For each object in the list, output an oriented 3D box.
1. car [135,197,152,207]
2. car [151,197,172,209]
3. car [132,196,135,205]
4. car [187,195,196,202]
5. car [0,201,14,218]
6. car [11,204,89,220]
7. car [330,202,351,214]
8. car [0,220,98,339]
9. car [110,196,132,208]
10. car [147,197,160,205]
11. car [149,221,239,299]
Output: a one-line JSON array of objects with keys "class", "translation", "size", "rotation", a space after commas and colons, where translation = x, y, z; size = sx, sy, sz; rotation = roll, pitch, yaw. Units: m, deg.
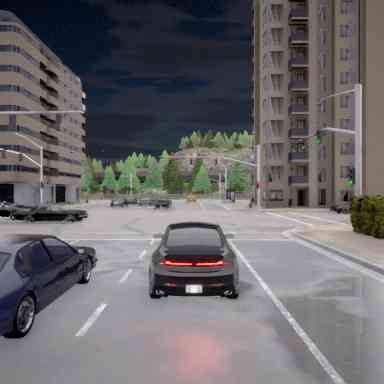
[{"class": "car", "translation": [-7.183, 1.526, 51.982], "size": [1.812, 1.442, 4.674], "rotation": [0, 0, -1]}, {"class": "car", "translation": [-3.802, 1.505, 44.502], "size": [1.837, 1.490, 4.892], "rotation": [0, 0, 3]}, {"class": "car", "translation": [-10.675, 1.505, 58.290], "size": [1.837, 1.490, 4.892], "rotation": [0, 0, 0]}, {"class": "car", "translation": [-0.125, 1.478, 73.854], "size": [1.882, 1.535, 5.008], "rotation": [0, 0, 0]}, {"class": "car", "translation": [-15.785, 1.493, 27.655], "size": [4.902, 1.511, 2.128], "rotation": [0, 0, 0]}, {"class": "car", "translation": [-10.046, 1.601, 24.107], "size": [4.718, 1.301, 1.895], "rotation": [0, 0, 0]}, {"class": "car", "translation": [17.285, 1.547, 34.580], "size": [5.357, 1.411, 2.033], "rotation": [0, 0, 0]}, {"class": "car", "translation": [-3.461, 1.547, 6.516], "size": [2.033, 1.411, 5.357], "rotation": [0, 0, 0]}, {"class": "car", "translation": [-10.681, 1.491, 49.016], "size": [2.128, 1.511, 4.902], "rotation": [0, 0, 0]}, {"class": "car", "translation": [-7.174, 1.564, 61.895], "size": [1.994, 1.385, 4.181], "rotation": [0, 0, 0]}, {"class": "car", "translation": [0.049, 1.505, 8.445], "size": [1.837, 1.490, 4.892], "rotation": [0, 0, 0]}]
